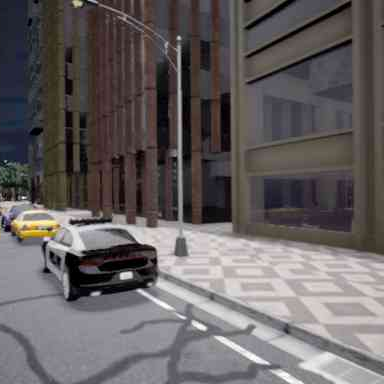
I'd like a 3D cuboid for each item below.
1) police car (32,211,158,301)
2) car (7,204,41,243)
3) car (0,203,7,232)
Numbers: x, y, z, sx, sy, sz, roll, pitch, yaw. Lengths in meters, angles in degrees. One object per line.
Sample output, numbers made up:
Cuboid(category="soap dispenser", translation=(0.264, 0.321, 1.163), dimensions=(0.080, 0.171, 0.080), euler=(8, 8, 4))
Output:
Cuboid(category="police car", translation=(-2.719, 1.490, 8.811), dimensions=(1.930, 1.638, 5.238), euler=(0, 0, -33))
Cuboid(category="car", translation=(-8.199, 1.614, 17.272), dimensions=(1.801, 1.575, 5.366), euler=(0, 0, -33))
Cuboid(category="car", translation=(-11.342, 1.563, 22.123), dimensions=(2.097, 1.767, 4.553), euler=(0, 0, -33))
